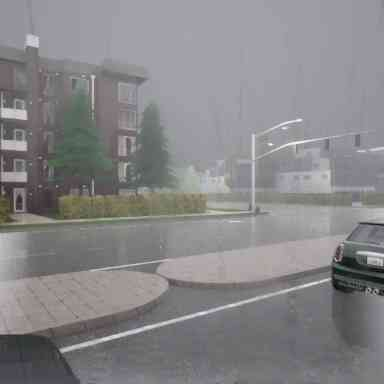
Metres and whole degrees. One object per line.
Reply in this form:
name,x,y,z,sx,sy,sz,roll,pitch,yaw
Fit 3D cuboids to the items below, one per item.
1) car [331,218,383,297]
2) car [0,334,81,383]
car,5.246,1.352,7.612,4.553,1.767,2.097,0,0,-35
car,-3.201,1.547,1.465,5.357,1.411,2.033,0,0,-35
